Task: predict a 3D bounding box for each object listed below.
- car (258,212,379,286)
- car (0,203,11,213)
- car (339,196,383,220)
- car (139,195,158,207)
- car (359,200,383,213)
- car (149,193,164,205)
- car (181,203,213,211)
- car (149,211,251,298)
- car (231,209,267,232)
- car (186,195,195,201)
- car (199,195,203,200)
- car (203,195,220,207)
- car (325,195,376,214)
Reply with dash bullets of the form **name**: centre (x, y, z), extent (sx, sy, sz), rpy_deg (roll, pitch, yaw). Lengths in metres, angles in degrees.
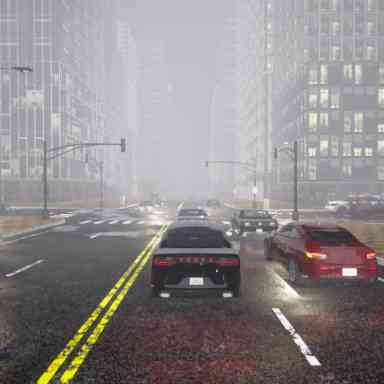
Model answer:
- **car**: centre (3.317, 1.521, 9.307), extent (1.812, 1.442, 4.674), rpy_deg (0, 0, 0)
- **car**: centre (-20.096, 1.364, 32.229), extent (4.674, 1.442, 1.812), rpy_deg (1, 1, 1)
- **car**: centre (16.097, 1.519, 29.172), extent (5.009, 1.841, 2.192), rpy_deg (1, 0, 1)
- **car**: centre (-6.771, 1.528, 50.633), extent (1.994, 1.385, 4.181), rpy_deg (0, 0, 0)
- **car**: centre (21.677, 1.643, 37.478), extent (4.829, 1.417, 1.752), rpy_deg (1, 0, 1)
- **car**: centre (-6.788, 1.175, 59.666), extent (2.150, 2.045, 5.566), rpy_deg (0, 0, 0)
- **car**: centre (0.033, 1.538, 18.362), extent (2.033, 1.411, 5.357), rpy_deg (0, 0, 0)
- **car**: centre (0.065, 1.474, 8.541), extent (1.882, 1.535, 5.008), rpy_deg (0, 0, 0)
- **car**: centre (3.284, 1.591, 18.426), extent (1.895, 1.301, 4.718), rpy_deg (0, 0, 0)
- **car**: centre (-0.288, 1.425, 80.946), extent (1.837, 1.490, 4.892), rpy_deg (0, 0, 0)
- **car**: centre (2.924, 1.431, 91.806), extent (1.812, 1.442, 4.674), rpy_deg (0, 0, 0)
- **car**: centre (3.144, 1.455, 50.526), extent (2.128, 1.511, 4.902), rpy_deg (0, 0, 0)
- **car**: centre (17.042, 1.341, 34.940), extent (5.566, 2.045, 2.150), rpy_deg (1, 1, 1)
